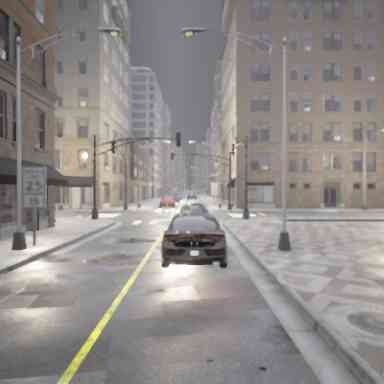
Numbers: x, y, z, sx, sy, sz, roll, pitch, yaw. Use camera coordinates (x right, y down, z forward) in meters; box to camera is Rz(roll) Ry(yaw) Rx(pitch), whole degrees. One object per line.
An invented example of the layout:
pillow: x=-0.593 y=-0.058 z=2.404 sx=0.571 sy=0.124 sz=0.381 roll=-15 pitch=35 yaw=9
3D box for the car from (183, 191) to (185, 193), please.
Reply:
car: x=-3.011 y=1.041 z=68.846 sx=1.837 sy=1.490 sz=4.892 roll=0 pitch=0 yaw=0

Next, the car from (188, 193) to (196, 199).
car: x=-0.012 y=0.901 z=83.287 sx=1.837 sy=1.490 sz=4.892 roll=0 pitch=0 yaw=0

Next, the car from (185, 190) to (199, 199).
car: x=-0.011 y=0.867 z=73.233 sx=2.097 sy=1.767 sz=4.553 roll=0 pitch=0 yaw=0

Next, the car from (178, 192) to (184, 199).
car: x=-3.024 y=1.165 z=57.483 sx=2.033 sy=1.411 sz=5.357 roll=0 pitch=0 yaw=0

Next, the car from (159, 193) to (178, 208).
car: x=-3.098 y=1.192 z=42.751 sx=1.882 sy=1.535 sz=5.008 roll=0 pitch=0 yaw=-1

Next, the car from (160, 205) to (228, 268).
car: x=0.073 y=1.404 z=11.031 sx=1.882 sy=1.535 sz=5.008 roll=0 pitch=0 yaw=0

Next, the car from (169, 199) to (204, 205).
car: x=0.108 y=1.405 z=21.378 sx=2.033 sy=1.411 sz=5.357 roll=0 pitch=0 yaw=6
